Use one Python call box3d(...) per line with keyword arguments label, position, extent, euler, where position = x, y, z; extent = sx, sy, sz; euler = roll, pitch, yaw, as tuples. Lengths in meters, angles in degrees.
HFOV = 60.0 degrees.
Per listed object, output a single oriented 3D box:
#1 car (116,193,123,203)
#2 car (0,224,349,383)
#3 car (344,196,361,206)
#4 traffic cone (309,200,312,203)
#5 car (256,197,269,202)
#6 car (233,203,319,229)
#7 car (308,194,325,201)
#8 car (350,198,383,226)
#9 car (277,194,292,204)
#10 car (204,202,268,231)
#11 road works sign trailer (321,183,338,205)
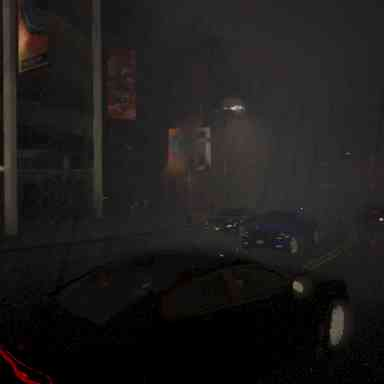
box3d(label="car", position=(-10.810, 1.158, 50.233), extent=(2.435, 2.045, 5.566), euler=(0, 0, 10))
box3d(label="car", position=(0.195, 1.482, 4.353), extent=(5.008, 1.535, 1.882), euler=(0, 0, -40))
box3d(label="car", position=(24.879, 1.323, 51.290), extent=(2.231, 1.521, 4.892), euler=(0, 0, 10))
box3d(label="traffic cone", position=(22.134, 1.828, 61.612), extent=(0.340, 0.580, 0.340), euler=(0, 0, 10))
box3d(label="car", position=(12.056, 1.498, 56.970), extent=(2.033, 1.411, 5.357), euler=(0, 0, 11))
box3d(label="car", position=(3.781, 1.460, 13.681), extent=(1.882, 1.535, 5.008), euler=(0, 0, 34))
box3d(label="car", position=(30.214, 1.176, 80.176), extent=(2.185, 1.767, 4.553), euler=(0, 0, 10))
box3d(label="car", position=(12.354, 1.425, 22.689), extent=(1.837, 1.490, 4.892), euler=(0, 0, 18))
box3d(label="car", position=(15.213, 1.275, 54.825), extent=(2.097, 1.767, 4.553), euler=(0, 0, 11))
box3d(label="car", position=(2.378, 1.502, 17.848), extent=(1.837, 1.490, 4.892), euler=(0, 0, 30))
box3d(label="road works sign trailer", position=(22.316, 0.329, 54.459), extent=(2.380, 3.560, 2.880), euler=(0, 0, 10))
